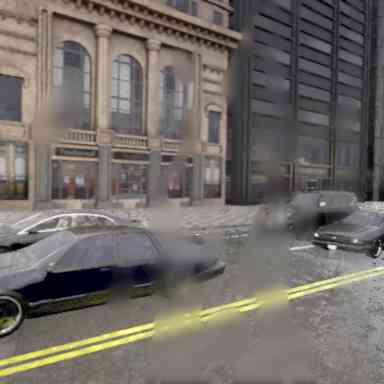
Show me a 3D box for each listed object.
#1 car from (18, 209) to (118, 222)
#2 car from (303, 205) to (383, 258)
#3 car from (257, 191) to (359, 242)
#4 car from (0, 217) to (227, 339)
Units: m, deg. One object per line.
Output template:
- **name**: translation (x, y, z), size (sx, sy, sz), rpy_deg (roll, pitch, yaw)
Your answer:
- **car**: translation (-3.676, 1.235, 9.049), size (4.902, 1.511, 2.128), rpy_deg (0, 1, -34)
- **car**: translation (6.702, 1.376, 12.123), size (5.357, 1.411, 2.033), rpy_deg (0, 2, -34)
- **car**: translation (5.503, 0.967, 15.221), size (5.566, 2.045, 2.150), rpy_deg (0, 1, -34)
- **car**: translation (-1.837, 1.375, 6.370), size (5.357, 1.411, 2.033), rpy_deg (0, 1, -34)
